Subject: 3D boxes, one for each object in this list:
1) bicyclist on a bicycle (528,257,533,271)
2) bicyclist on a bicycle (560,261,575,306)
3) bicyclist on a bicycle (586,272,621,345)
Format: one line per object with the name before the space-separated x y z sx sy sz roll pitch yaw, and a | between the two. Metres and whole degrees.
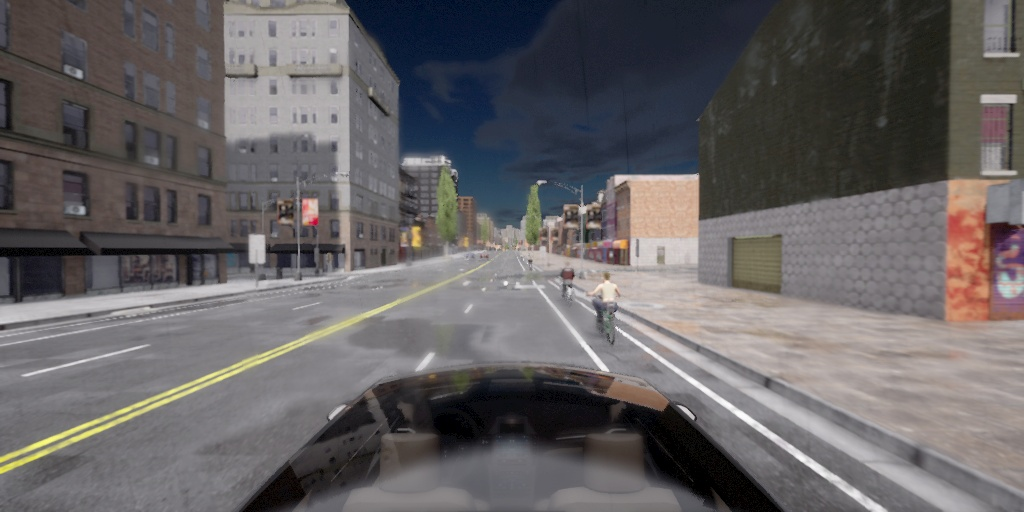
bicyclist on a bicycle | 2.255 0.972 44.058 0.659 1.776 1.843 0 1 0
bicyclist on a bicycle | 2.245 1.102 14.586 0.659 1.776 1.843 0 0 0
bicyclist on a bicycle | 2.224 1.181 8.534 0.866 1.612 1.509 0 0 0
